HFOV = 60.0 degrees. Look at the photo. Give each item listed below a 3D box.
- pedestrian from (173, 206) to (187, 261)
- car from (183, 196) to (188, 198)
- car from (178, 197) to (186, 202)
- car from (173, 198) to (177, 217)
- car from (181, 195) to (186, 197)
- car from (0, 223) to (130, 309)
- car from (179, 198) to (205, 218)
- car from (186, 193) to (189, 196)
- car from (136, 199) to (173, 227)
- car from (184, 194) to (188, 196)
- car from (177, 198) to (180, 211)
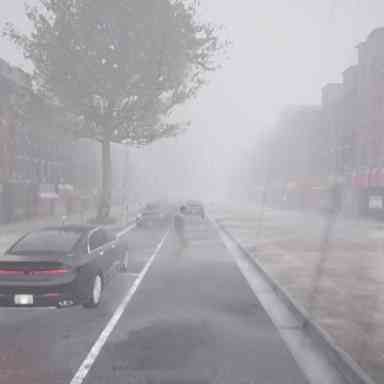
[{"bbox_3d":[-0.358,1.289,10.774,0.375,1.860,0.375,1,0,0],"label":"pedestrian"},{"bbox_3d":[0.179,1.636,44.566,2.128,1.511,4.902,0,0,1],"label":"car"},{"bbox_3d":[-2.468,1.857,83.474,1.802,1.307,4.206,-1,0,0],"label":"car"},{"bbox_3d":[-2.588,1.483,28.132,1.967,1.590,4.097,-1,0,0],"label":"car"},{"bbox_3d":[-2.531,1.648,55.798,1.967,1.590,4.097,-1,0,0],"label":"car"},{"bbox_3d":[-2.732,1.500,7.840,1.837,1.490,4.892,0,0,0],"label":"car"},{"bbox_3d":[0.162,1.544,30.473,2.128,1.511,4.902,0,-1,0],"label":"car"},{"bbox_3d":[-2.446,1.828,94.541,1.887,1.381,4.507,-1,0,0],"label":"car"},{"bbox_3d":[-2.599,1.461,22.600,1.967,1.590,4.097,-1,0,0],"label":"car"},{"bbox_3d":[-2.481,1.815,77.938,1.887,1.381,4.507,-1,0,0],"label":"car"},{"bbox_3d":[-2.565,1.691,39.194,1.802,1.307,4.206,-1,0,0],"label":"car"}]
